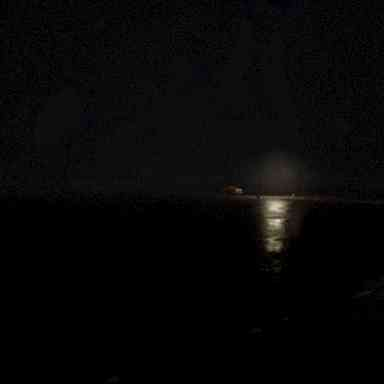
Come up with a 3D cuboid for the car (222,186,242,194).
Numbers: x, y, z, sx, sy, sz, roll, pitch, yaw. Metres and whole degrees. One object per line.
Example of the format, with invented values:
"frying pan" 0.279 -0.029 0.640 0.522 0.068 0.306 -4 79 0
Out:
"car" 8.358 -0.414 69.079 1.882 1.535 5.008 -1 2 -35
